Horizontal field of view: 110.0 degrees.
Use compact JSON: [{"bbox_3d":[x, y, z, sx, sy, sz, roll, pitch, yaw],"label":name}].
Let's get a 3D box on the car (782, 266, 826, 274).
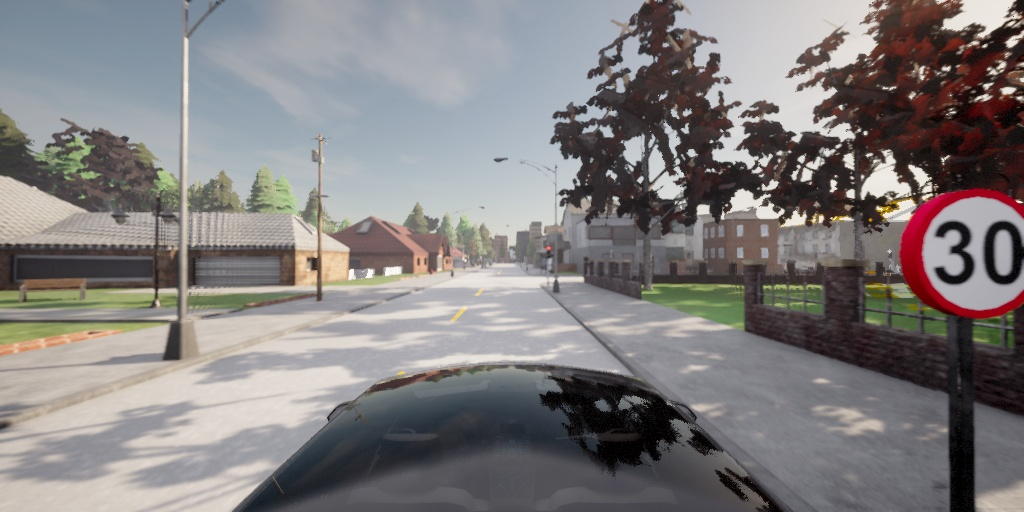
[{"bbox_3d":[32.808,1.767,39.830,4.718,1.301,1.895,0,-1,0],"label":"car"}]
